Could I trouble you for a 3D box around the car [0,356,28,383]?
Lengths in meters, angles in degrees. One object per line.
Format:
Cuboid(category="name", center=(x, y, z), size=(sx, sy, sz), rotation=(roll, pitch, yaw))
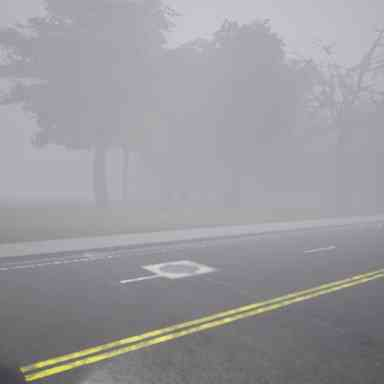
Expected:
Cuboid(category="car", center=(-2.806, 1.559, 1.353), size=(4.181, 1.385, 1.994), rotation=(0, 0, -36))
